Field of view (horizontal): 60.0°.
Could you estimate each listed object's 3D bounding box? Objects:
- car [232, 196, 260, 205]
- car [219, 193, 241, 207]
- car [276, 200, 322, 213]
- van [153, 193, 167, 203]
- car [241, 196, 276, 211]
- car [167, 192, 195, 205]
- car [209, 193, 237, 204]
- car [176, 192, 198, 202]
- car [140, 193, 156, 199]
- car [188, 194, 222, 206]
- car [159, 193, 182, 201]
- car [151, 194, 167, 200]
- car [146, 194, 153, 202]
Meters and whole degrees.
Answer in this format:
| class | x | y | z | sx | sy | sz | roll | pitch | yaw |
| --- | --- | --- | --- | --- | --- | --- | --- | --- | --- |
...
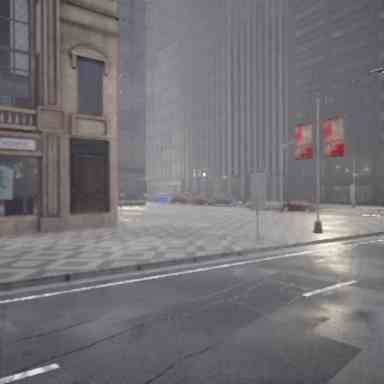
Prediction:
| class | x | y | z | sx | sy | sz | roll | pitch | yaw |
| --- | --- | --- | --- | --- | --- | --- | --- | --- | --- |
| car | 8.817 | 1.382 | 54.628 | 1.947 | 1.339 | 4.313 | 0 | 0 | -36 |
| car | 5.491 | 1.366 | 49.400 | 2.128 | 1.511 | 4.902 | 0 | 1 | -36 |
| car | 11.784 | 1.560 | 35.959 | 1.887 | 1.381 | 4.507 | 0 | 0 | -36 |
| van | -4.680 | 1.112 | 58.758 | 1.690 | 1.788 | 3.998 | 0 | 0 | -36 |
| car | 8.590 | 1.496 | 40.381 | 1.752 | 1.417 | 4.829 | 0 | 0 | -36 |
| car | -1.387 | 1.138 | 54.198 | 2.192 | 1.841 | 5.009 | 0 | 0 | -36 |
| car | 5.526 | 1.081 | 59.187 | 2.192 | 1.841 | 5.009 | 0 | 0 | -36 |
| car | -1.059 | 0.975 | 68.306 | 2.192 | 1.841 | 5.009 | 0 | 0 | -36 |
| car | -10.940 | 1.035 | 81.987 | 1.887 | 1.381 | 4.507 | 0 | 0 | -36 |
| car | 1.904 | 1.418 | 49.639 | 1.887 | 1.381 | 4.507 | 0 | 0 | -36 |
| car | -4.100 | 0.920 | 62.817 | 1.882 | 1.535 | 5.008 | 0 | 1 | -36 |
| car | -7.647 | 1.130 | 77.428 | 1.802 | 1.307 | 4.206 | 0 | 0 | -36 |
| car | -7.975 | 1.268 | 63.319 | 2.008 | 1.369 | 4.403 | 0 | 0 | -36 |
